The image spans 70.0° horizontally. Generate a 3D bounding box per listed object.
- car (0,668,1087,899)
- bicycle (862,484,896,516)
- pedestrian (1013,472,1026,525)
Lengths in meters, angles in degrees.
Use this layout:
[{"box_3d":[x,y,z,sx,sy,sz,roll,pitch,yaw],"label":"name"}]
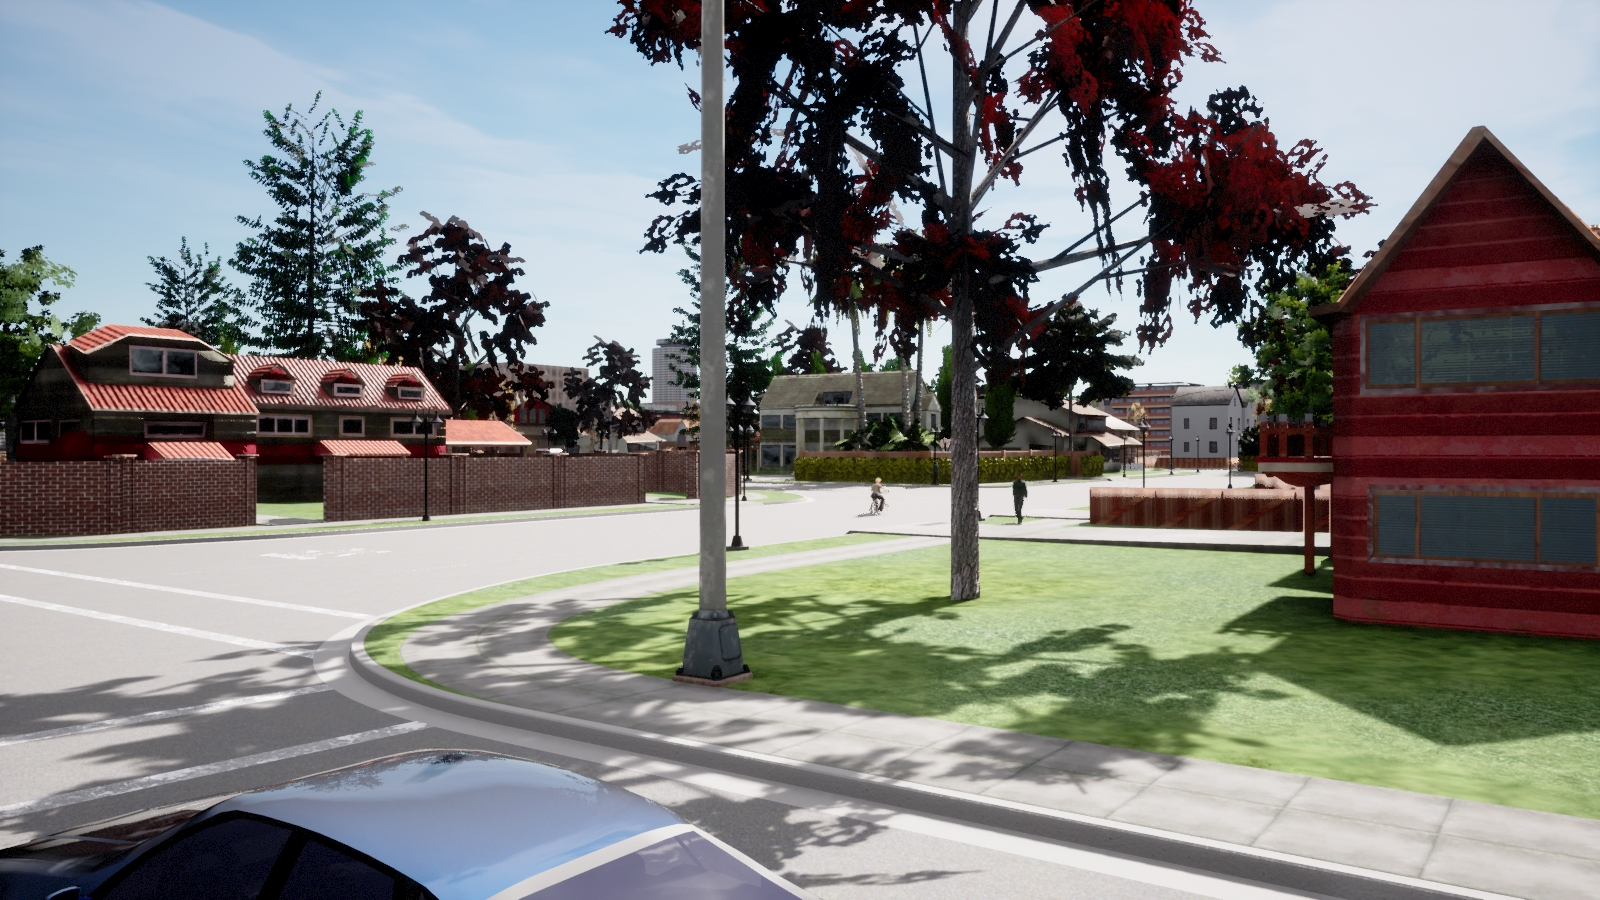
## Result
[{"box_3d":[-1.713,2.106,4.943,5.357,1.411,2.033,0,0,36],"label":"car"},{"box_3d":[3.407,2.145,49.167,0.859,1.301,1.487,0,0,34],"label":"bicycle"},{"box_3d":[7.772,1.704,40.370,0.375,1.860,0.375,0,0,25],"label":"pedestrian"}]
